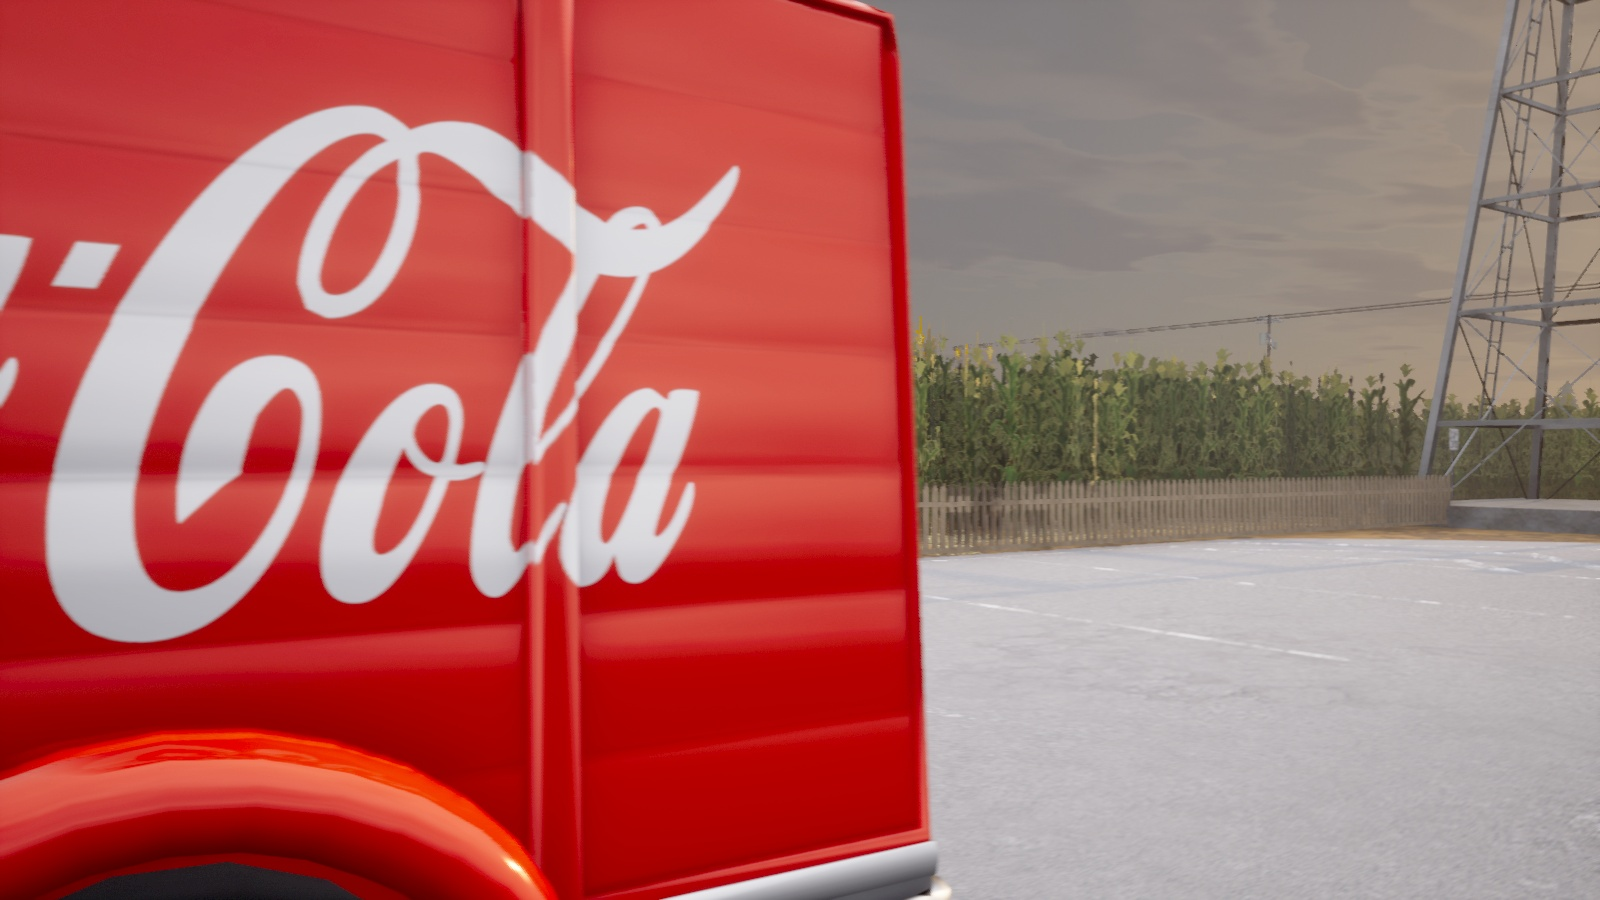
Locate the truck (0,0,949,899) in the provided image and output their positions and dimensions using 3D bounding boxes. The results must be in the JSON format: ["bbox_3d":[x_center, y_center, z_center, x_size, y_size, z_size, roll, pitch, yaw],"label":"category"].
[{"bbox_3d":[-2.621,0.268,1.836,5.204,2.467,2.627,0,0,-35],"label":"truck"}]
